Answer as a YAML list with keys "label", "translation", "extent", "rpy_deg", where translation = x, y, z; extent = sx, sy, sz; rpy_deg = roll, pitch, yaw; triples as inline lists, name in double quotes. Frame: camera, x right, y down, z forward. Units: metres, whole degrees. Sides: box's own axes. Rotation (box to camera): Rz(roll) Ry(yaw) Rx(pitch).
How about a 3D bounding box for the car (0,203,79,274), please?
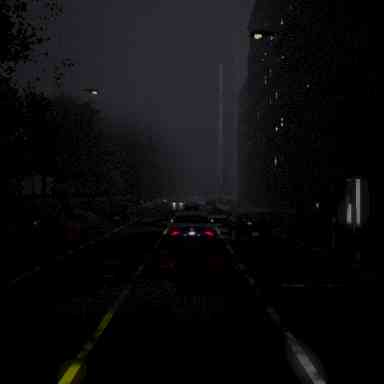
- label: "car"
  translation: [-5.687, 1.313, 10.740]
  extent: [2.192, 1.841, 5.009]
  rpy_deg: [0, 0, 0]

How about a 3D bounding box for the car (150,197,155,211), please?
- label: "car"
  translation: [-5.688, 1.592, 38.434]
  extent: [1.802, 1.307, 4.206]
  rpy_deg: [0, 0, 0]

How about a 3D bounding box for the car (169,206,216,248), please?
- label: "car"
  translation: [0.000, 1.564, 14.650]
  extent: [2.033, 1.411, 5.357]
  rpy_deg: [0, 0, 0]

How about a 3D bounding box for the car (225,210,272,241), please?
- label: "car"
  translation: [2.693, 1.551, 16.281]
  extent: [2.008, 1.369, 4.403]
  rpy_deg: [0, 0, 0]

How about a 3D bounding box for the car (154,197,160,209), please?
- label: "car"
  translation: [-5.688, 1.539, 43.802]
  extent: [1.752, 1.417, 4.829]
  rpy_deg: [0, 0, 0]

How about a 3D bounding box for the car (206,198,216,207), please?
- label: "car"
  translation: [2.692, 1.569, 49.513]
  extent: [2.008, 1.369, 4.403]
  rpy_deg: [0, 0, 0]

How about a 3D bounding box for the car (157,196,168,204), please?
- label: "car"
  translation: [-5.817, 1.577, 66.127]
  extent: [1.887, 1.381, 4.507]
  rpy_deg: [0, 0, 0]

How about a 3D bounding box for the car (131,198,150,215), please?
- label: "car"
  translation: [-5.687, 1.447, 32.895]
  extent: [1.967, 1.590, 4.097]
  rpy_deg: [0, 0, 0]

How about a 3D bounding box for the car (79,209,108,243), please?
- label: "car"
  translation: [-5.688, 1.525, 16.109]
  extent: [1.752, 1.417, 4.829]
  rpy_deg: [0, 0, 0]

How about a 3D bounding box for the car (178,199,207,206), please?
- label: "car"
  translation: [0.000, 1.579, 29.650]
  extent: [1.994, 1.385, 4.181]
  rpy_deg: [0, 0, 0]

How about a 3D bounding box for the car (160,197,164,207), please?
- label: "car"
  translation: [-5.688, 1.458, 49.511]
  extent: [1.967, 1.590, 4.097]
  rpy_deg: [0, 0, 0]

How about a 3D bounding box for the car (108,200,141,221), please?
- label: "car"
  translation: [-5.688, 1.570, 27.356]
  extent: [1.947, 1.339, 4.313]
  rpy_deg: [0, 0, 0]

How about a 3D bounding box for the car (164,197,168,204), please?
- label: "car"
  translation: [-5.766, 1.578, 60.587]
  extent: [2.008, 1.369, 4.403]
  rpy_deg: [0, 0, 0]

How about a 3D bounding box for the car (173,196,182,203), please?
- label: "car"
  translation: [-3.001, 1.519, 70.730]
  extent: [1.812, 1.442, 4.674]
  rpy_deg: [0, 0, 0]
